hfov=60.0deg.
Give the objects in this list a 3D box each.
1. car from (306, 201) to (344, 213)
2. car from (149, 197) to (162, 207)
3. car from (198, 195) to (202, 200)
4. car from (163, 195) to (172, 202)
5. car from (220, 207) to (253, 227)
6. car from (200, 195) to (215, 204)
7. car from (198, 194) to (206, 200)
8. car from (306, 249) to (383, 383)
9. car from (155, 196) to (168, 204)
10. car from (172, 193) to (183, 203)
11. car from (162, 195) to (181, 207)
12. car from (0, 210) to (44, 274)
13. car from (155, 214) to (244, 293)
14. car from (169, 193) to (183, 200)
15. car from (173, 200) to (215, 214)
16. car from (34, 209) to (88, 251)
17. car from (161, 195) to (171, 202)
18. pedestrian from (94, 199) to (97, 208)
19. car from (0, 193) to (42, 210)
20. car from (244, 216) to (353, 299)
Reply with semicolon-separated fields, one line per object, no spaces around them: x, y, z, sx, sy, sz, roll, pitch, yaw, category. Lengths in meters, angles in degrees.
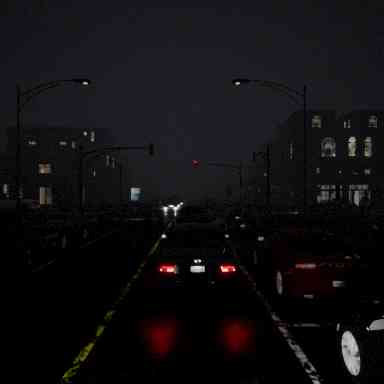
14.784;1.653;37.283;4.181;1.385;1.994;0;0;1;car
-5.724;1.588;52.095;1.802;1.307;4.206;0;0;0;car
2.649;1.590;63.130;1.802;1.307;4.206;0;0;0;car
-5.743;1.538;79.535;1.752;1.417;4.829;0;0;0;car
2.680;1.553;19.698;2.008;1.369;4.403;0;0;0;car
2.657;1.572;52.088;1.947;1.339;4.313;0;0;0;car
2.630;1.458;90.741;1.967;1.590;4.097;0;0;0;car
2.692;1.551;2.622;2.008;1.369;4.403;0;0;0;car
-5.732;1.559;63.138;2.008;1.369;4.403;0;0;0;car
-3.052;1.236;72.142;2.150;2.045;5.566;0;0;0;car
-3.145;1.532;51.134;1.812;1.442;4.674;0;0;1;car
-5.692;1.441;8.325;1.967;1.590;4.097;0;0;0;car
0.098;1.548;8.997;2.033;1.411;5.357;0;0;0;car
-3.110;1.499;61.486;2.128;1.511;4.902;0;0;0;car
0.086;1.480;19.461;1.882;1.535;5.008;0;0;0;car
-5.697;1.552;14.017;2.008;1.369;4.403;0;0;0;car
-5.739;1.451;74.183;1.967;1.590;4.097;0;0;0;car
-12.583;1.415;43.222;0.375;1.300;0.375;0;-1;1;pedestrian
-18.690;1.141;34.553;5.566;2.045;2.150;0;0;-1;car
2.688;1.546;8.314;1.887;1.381;4.507;0;0;0;car
